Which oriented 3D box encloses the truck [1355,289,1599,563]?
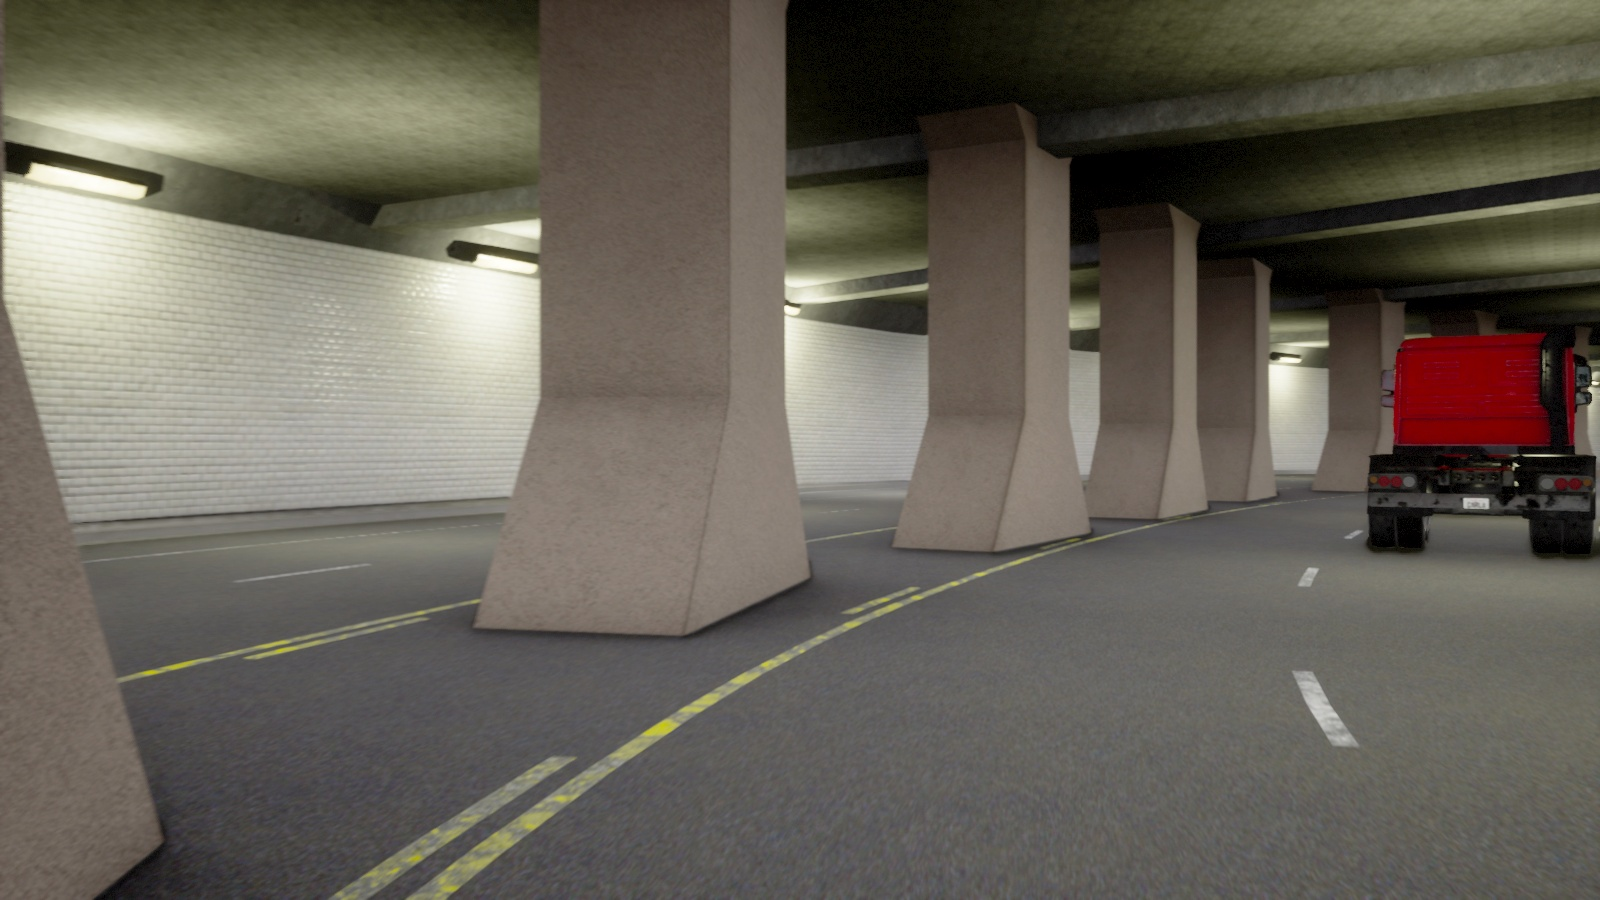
[{"bbox_3d":[10.815,-0.327,20.002,2.891,3.462,7.936,0,0,29],"label":"truck"}]
